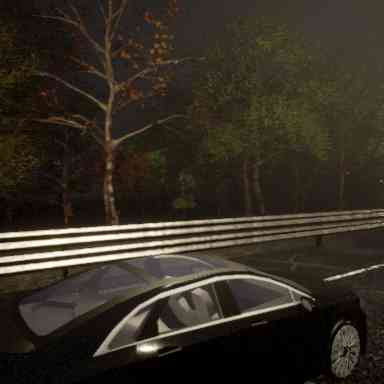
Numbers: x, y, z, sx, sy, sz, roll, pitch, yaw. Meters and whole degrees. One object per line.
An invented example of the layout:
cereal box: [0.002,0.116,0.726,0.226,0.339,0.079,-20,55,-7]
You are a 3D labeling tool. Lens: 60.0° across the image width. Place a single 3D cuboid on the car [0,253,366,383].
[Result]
car: [0.087,1.486,3.797,4.902,1.511,2.128,0,0,-35]
